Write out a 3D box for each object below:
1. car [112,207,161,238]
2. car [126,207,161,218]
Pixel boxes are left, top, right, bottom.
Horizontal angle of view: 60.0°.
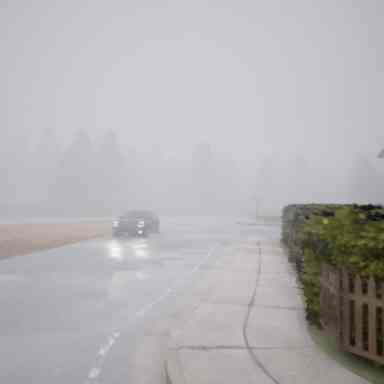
[{"bbox_3d":[-3.535,1.955,21.629,2.097,1.767,4.553,0,-2,8],"label":"car"},{"bbox_3d":[-7.053,3.014,48.835,4.902,1.511,2.128,0,-2,-1],"label":"car"}]
